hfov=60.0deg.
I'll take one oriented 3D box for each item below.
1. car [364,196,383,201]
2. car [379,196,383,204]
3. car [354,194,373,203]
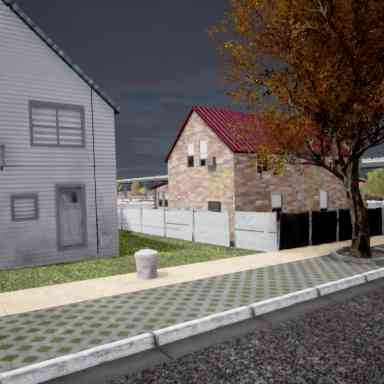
[{"bbox_3d":[28.538,1.816,50.843,1.882,1.535,5.008,-2,0,1],"label":"car"},{"bbox_3d":[38.487,1.600,64.512,1.837,1.490,4.892,-2,0,0],"label":"car"},{"bbox_3d":[38.571,1.440,74.914,2.097,1.767,4.553,-2,0,0],"label":"car"}]
